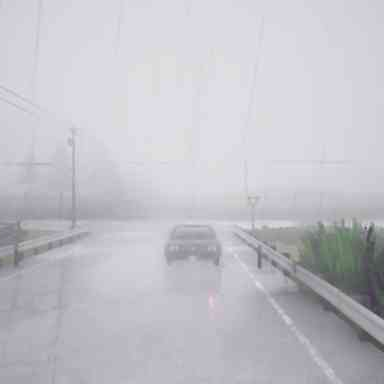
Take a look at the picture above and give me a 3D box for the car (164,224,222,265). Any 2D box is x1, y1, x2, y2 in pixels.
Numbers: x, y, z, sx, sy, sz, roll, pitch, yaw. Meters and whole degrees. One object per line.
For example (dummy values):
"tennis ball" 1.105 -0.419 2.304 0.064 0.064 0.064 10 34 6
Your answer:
"car" 0.034 1.893 12.846 1.895 1.301 4.718 0 -2 0
